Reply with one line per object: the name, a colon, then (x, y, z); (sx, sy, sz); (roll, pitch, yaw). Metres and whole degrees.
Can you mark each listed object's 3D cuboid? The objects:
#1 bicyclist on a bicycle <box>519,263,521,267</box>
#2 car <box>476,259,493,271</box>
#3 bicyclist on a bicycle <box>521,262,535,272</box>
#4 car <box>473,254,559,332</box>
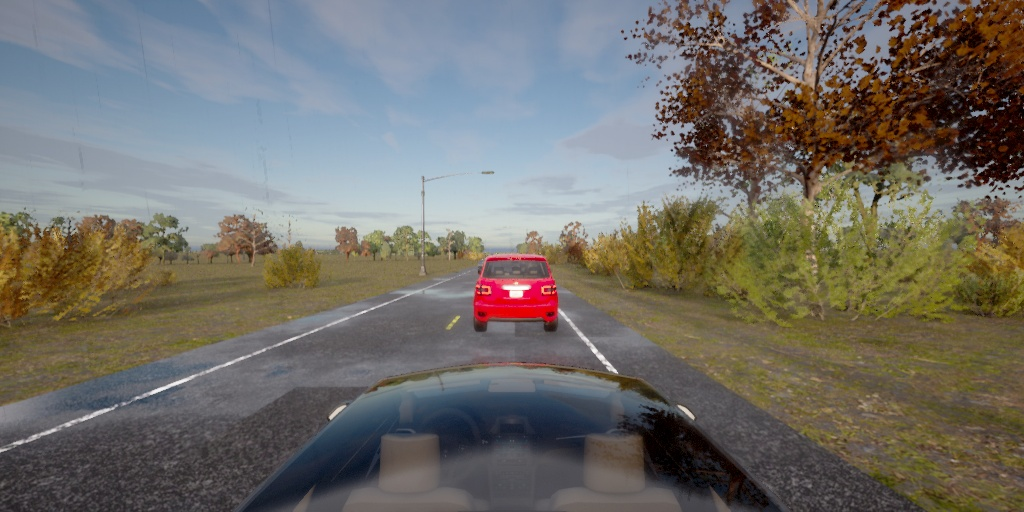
bicyclist on a bicycle: (0.898, 1.101, 28.692); (0.659, 1.776, 1.843); (0, 0, 0)
car: (-3.826, 1.211, 50.631); (2.128, 1.511, 4.902); (0, 0, -1)
bicyclist on a bicycle: (0.939, 1.108, 18.679); (0.659, 1.776, 1.843); (0, 0, 0)
car: (0.090, 0.965, 10.973); (2.150, 2.045, 5.566); (0, 0, 0)
